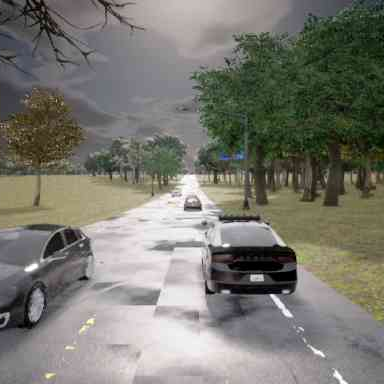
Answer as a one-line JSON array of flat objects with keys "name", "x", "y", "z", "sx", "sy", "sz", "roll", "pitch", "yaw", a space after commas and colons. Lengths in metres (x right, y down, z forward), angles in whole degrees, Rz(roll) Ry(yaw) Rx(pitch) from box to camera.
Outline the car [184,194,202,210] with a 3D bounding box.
[{"name": "car", "x": 0.093, "y": 1.276, "z": 37.019, "sx": 1.994, "sy": 1.385, "sz": 4.181, "roll": 0, "pitch": 1, "yaw": 0}]

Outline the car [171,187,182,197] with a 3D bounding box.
[{"name": "car", "x": -3.455, "y": 0.035, "z": 74.369, "sx": 2.150, "sy": 2.045, "sz": 5.566, "roll": 0, "pitch": 2, "yaw": 0}]

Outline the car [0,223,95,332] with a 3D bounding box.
[{"name": "car", "x": -3.496, "y": 1.499, "z": 7.019, "sx": 1.837, "sy": 1.490, "sz": 4.892, "roll": 0, "pitch": 0, "yaw": 0}]

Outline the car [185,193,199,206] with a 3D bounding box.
[{"name": "car", "x": 0.055, "y": 1.004, "z": 46.977, "sx": 1.882, "sy": 1.535, "sz": 5.008, "roll": 0, "pitch": 1, "yaw": 1}]

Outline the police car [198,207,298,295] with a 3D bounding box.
[{"name": "police car", "x": 1.230, "y": 1.414, "z": 8.865, "sx": 1.930, "sy": 1.638, "sz": 5.238, "roll": 0, "pitch": 0, "yaw": 0}]
